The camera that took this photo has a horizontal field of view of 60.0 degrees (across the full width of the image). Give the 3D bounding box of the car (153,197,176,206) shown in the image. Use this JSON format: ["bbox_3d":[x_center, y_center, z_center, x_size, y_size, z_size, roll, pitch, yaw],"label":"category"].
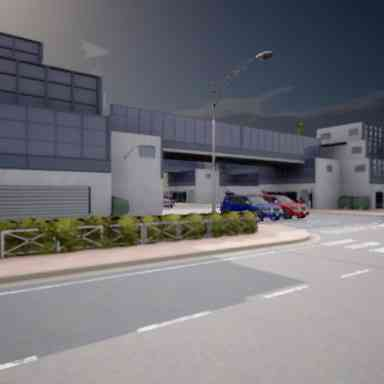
[{"bbox_3d":[-4.758,1.600,57.712,1.812,1.442,4.674,0,0,-35],"label":"car"}]

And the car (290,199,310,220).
[{"bbox_3d":[7.379,1.279,28.804,2.150,2.045,5.566,0,0,-36],"label":"car"}]

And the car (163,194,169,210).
[{"bbox_3d":[-5.228,1.399,40.229,2.097,1.767,4.553,0,0,-36],"label":"car"}]

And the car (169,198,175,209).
[{"bbox_3d":[-4.407,1.604,45.060,2.033,1.411,5.357,0,0,-36],"label":"car"}]

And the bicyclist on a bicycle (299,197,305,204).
[{"bbox_3d":[13.257,1.390,40.256,1.656,1.620,0.582,0,0,-36],"label":"bicyclist on a bicycle"}]

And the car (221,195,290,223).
[{"bbox_3d":[4.650,1.270,26.606,2.150,2.045,5.566,0,0,-36],"label":"car"}]
